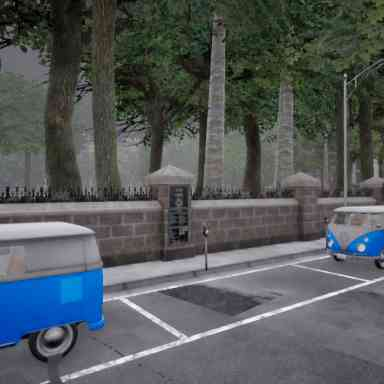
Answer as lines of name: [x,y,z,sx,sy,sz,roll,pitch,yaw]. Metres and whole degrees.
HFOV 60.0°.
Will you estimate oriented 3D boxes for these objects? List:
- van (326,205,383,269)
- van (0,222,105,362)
van: [6.040,1.337,10.854,3.998,1.788,1.690,0,0,-36]
van: [-3.167,1.341,4.275,3.998,1.788,1.690,0,0,-36]
